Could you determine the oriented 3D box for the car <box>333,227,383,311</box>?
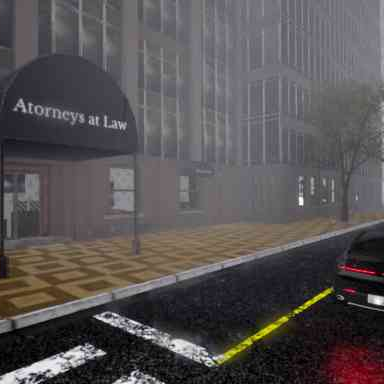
[{"bbox_3d":[4.614,1.509,7.223,1.837,1.490,4.892,-1,0,41],"label":"car"}]
